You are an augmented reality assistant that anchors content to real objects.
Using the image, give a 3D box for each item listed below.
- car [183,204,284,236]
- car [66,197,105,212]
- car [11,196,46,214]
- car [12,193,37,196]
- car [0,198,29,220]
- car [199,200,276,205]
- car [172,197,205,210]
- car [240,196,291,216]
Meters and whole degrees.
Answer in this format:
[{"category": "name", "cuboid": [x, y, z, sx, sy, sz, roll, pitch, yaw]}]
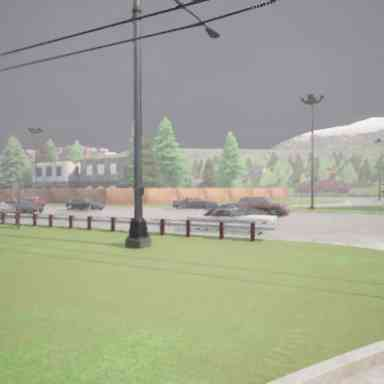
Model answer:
[{"category": "car", "cuboid": [2.198, 1.493, 17.782, 4.718, 1.301, 1.895, 0, 0, 28]}, {"category": "car", "cuboid": [-11.887, 1.371, 37.012, 4.892, 1.490, 1.837, 0, 0, 28]}, {"category": "car", "cuboid": [-16.133, 1.426, 31.333, 4.892, 1.490, 1.837, 0, 0, 28]}, {"category": "car", "cuboid": [-23.084, 1.097, 46.841, 5.566, 2.045, 2.150, 0, 0, 27]}, {"category": "car", "cuboid": [-15.945, 1.467, 27.284, 4.674, 1.442, 1.812, 0, 0, 28]}, {"category": "car", "cuboid": [2.916, 1.433, 21.356, 4.181, 1.385, 1.994, 0, 0, 28]}, {"category": "car", "cuboid": [0.329, 1.334, 39.387, 5.357, 1.411, 2.033, 0, 0, 2]}, {"category": "car", "cuboid": [5.825, 1.170, 27.732, 4.553, 1.767, 2.097, 0, 0, 28]}]
